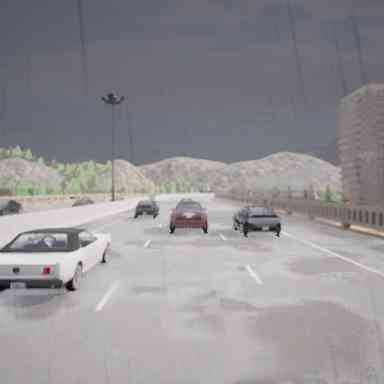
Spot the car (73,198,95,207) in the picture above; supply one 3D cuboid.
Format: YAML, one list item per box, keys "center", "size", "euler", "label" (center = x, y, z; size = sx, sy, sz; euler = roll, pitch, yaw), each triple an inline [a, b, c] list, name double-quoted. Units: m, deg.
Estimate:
- center: [-14.859, 1.498, 45.928]
  size: [1.994, 1.385, 4.181]
  euler: [0, 0, 0]
  label: "car"

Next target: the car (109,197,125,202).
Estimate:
- center: [-11.444, 1.448, 51.249]
  size: [1.812, 1.442, 4.674]
  euler: [0, 0, -1]
  label: "car"

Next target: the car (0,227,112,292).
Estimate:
- center: [-3.508, 1.588, 8.863]
  size: [1.895, 1.301, 4.718]
  euler: [0, 0, -1]
  label: "car"

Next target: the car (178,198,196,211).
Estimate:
- center: [-0.608, 1.480, 40.738]
  size: [2.033, 1.411, 5.357]
  euler: [0, 0, -1]
  label: "car"

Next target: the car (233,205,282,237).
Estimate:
- center: [3.339, 1.460, 17.718]
  size: [2.128, 1.511, 4.902]
  euler: [0, 0, -1]
  label: "car"

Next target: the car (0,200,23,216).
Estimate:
- center: [-18.124, 1.484, 32.172]
  size: [1.812, 1.442, 4.674]
  euler: [0, 0, -1]
  label: "car"

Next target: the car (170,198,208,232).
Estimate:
- center: [-0.201, 1.319, 19.782]
  size: [2.097, 1.767, 4.553]
  euler: [0, 0, -1]
  label: "car"

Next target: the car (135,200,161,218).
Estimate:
- center: [-3.886, 1.459, 29.337]
  size: [1.837, 1.490, 4.892]
  euler: [0, 0, -1]
  label: "car"
